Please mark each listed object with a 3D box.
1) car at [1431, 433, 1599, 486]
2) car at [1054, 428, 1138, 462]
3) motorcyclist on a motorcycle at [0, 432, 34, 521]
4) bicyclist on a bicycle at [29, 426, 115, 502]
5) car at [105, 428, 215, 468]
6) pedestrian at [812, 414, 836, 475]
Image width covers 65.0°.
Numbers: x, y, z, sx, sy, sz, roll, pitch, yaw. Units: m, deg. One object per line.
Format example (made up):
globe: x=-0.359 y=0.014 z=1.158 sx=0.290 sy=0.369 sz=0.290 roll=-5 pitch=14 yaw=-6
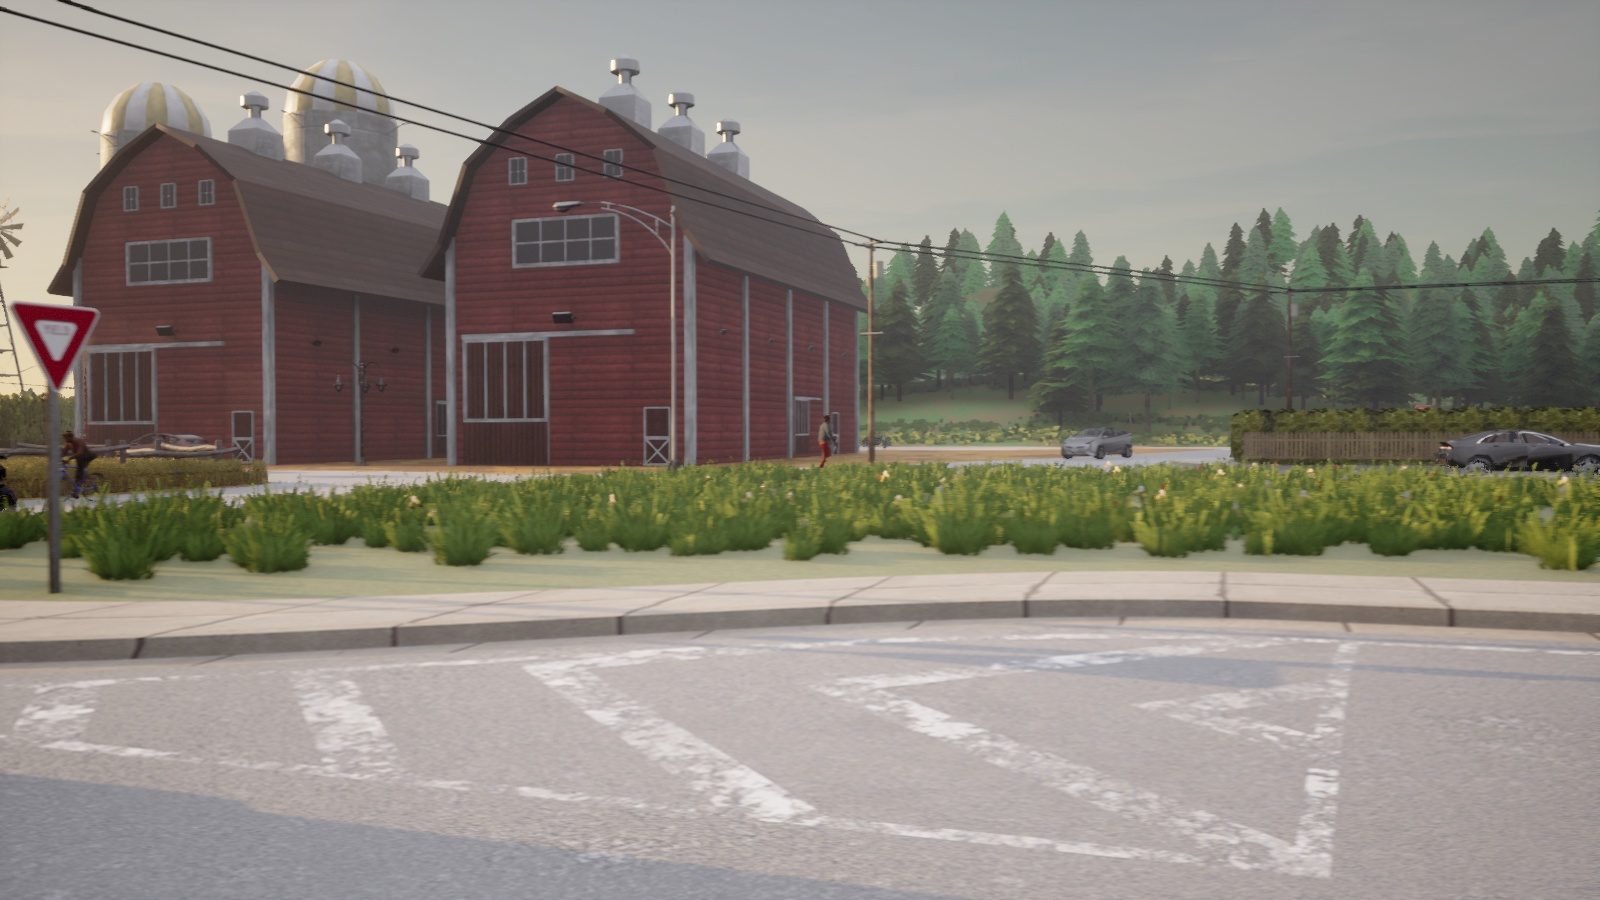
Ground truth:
car: x=21.988 y=0.258 z=38.022 sx=4.902 sy=1.511 sz=2.128 roll=0 pitch=1 yaw=19
car: x=14.252 y=-0.269 z=60.303 sx=2.007 sy=1.525 sz=4.514 roll=1 pitch=1 yaw=42
motorcyclist on a motorcycle: x=-14.451 y=0.463 z=21.521 sx=0.866 sy=1.530 sz=2.191 roll=1 pitch=1 yaw=19
bicyclist on a bicycle: x=-16.011 y=0.277 z=27.658 sx=0.582 sy=1.620 sz=1.656 roll=1 pitch=1 yaw=19
car: x=-25.459 y=-0.091 z=49.988 sx=3.705 sy=1.549 sz=1.789 roll=1 pitch=1 yaw=16
pedestrian: x=0.728 y=-0.169 z=37.855 sx=0.614 sy=1.847 sz=0.353 roll=0 pitch=1 yaw=-22
